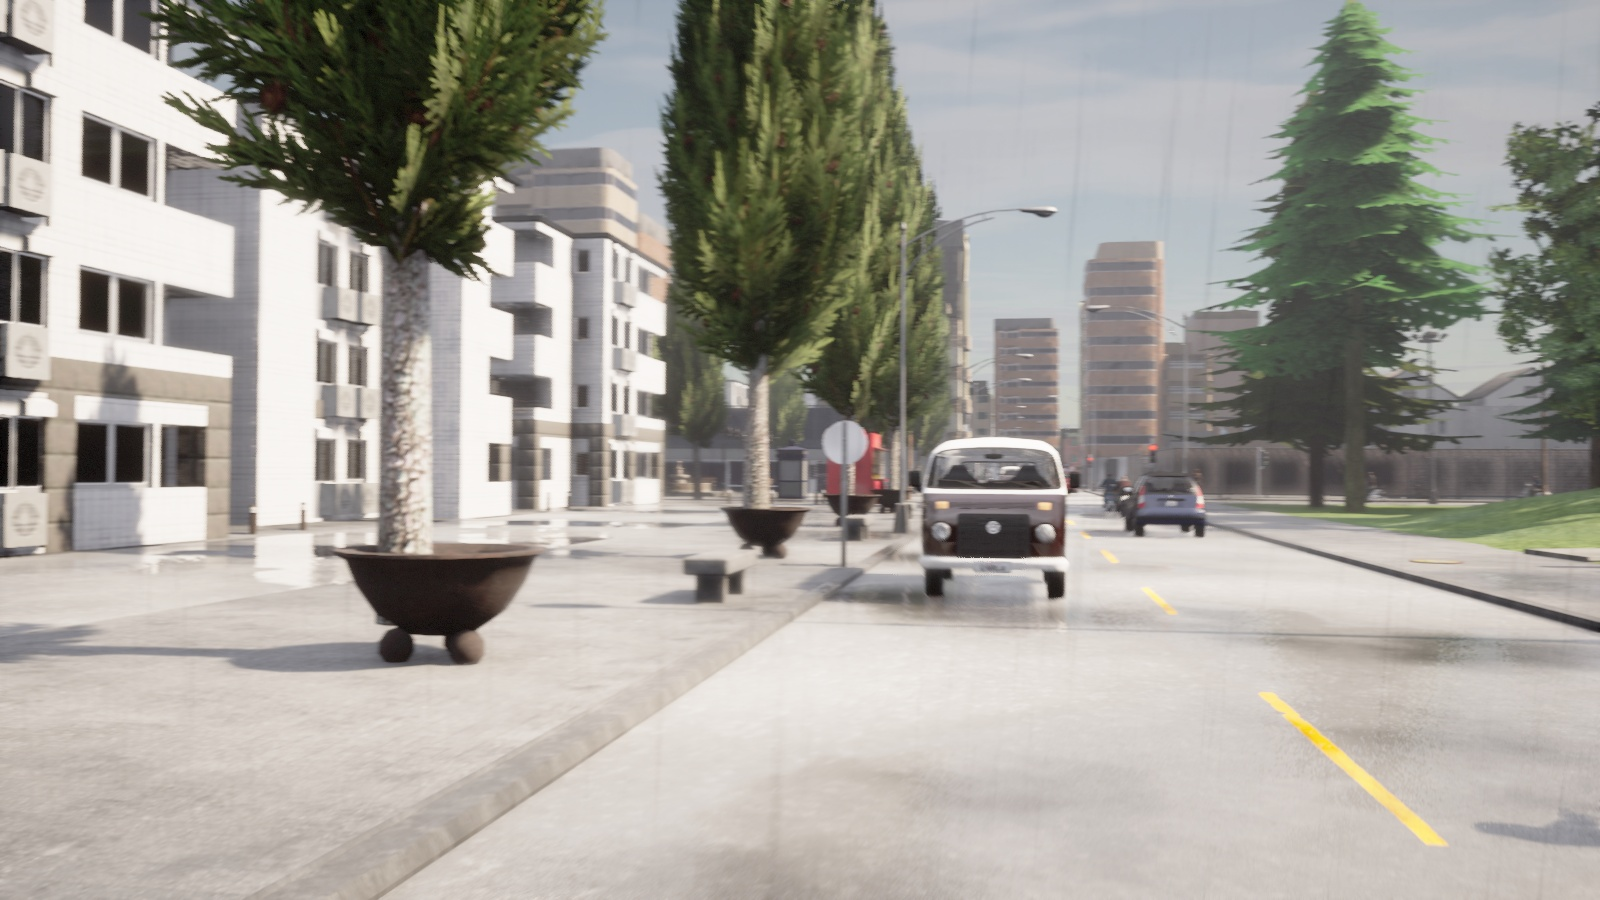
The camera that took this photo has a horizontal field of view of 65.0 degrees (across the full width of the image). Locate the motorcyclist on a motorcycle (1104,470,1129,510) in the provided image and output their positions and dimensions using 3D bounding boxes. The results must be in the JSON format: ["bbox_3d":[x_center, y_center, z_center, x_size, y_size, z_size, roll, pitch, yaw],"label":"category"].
[{"bbox_3d":[12.864,1.629,51.109,0.866,1.590,1.817,0,-1,10],"label":"motorcyclist on a motorcycle"}]

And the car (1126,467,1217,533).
[{"bbox_3d":[9.616,1.262,32.753,1.851,1.617,3.988,0,-1,10],"label":"car"}]

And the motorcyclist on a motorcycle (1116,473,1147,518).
[{"bbox_3d":[11.646,1.592,44.136,0.866,1.530,2.191,0,-1,10],"label":"motorcyclist on a motorcycle"}]

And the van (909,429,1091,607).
[{"bbox_3d":[2.695,0.822,16.747,2.069,2.038,4.480,0,-1,10],"label":"van"}]
